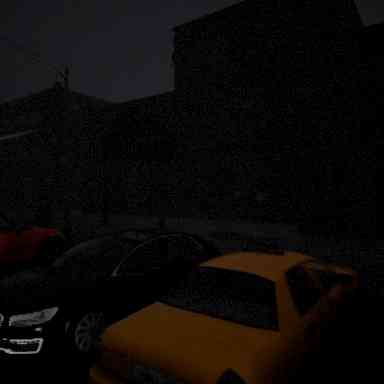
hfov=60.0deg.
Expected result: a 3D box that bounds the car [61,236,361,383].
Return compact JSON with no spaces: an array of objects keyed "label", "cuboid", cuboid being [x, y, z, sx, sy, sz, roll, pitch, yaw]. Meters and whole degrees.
[{"label":"car","cuboid":[1.129,1.478,4.778,1.946,1.575,5.366,0,0,36]}]

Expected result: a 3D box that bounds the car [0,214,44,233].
[{"label":"car","cuboid":[-5.884,1.366,9.516,2.185,1.767,4.553,0,0,36]}]

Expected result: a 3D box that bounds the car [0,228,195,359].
[{"label":"car","cuboid":[-1.238,1.484,6.247,2.231,1.521,4.892,0,0,36]}]
